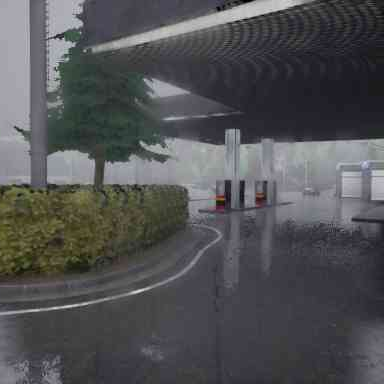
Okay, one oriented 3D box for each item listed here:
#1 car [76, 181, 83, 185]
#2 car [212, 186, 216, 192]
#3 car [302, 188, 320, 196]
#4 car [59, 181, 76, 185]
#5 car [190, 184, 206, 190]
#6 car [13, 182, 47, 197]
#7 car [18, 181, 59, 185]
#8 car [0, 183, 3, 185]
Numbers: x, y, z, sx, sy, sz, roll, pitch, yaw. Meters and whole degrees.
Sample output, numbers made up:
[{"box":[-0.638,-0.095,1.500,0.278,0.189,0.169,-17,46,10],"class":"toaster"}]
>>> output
[{"box":[-23.967,-1.235,68.215,4.605,1.855,1.932,2,2,36],"class":"car"},{"box":[6.322,-0.644,65.236,5.027,1.636,2.152,2,2,36],"class":"car"},{"box":[20.162,-0.030,56.151,1.812,1.442,4.674,2,2,36],"class":"car"},{"box":[-25.349,-1.182,65.626,3.866,1.878,1.905,2,2,36],"class":"car"},{"box":[1.602,-1.446,94.233,4.902,1.511,2.128,2,2,36],"class":"car"},{"box":[-20.717,-0.360,42.519,4.605,1.855,1.932,2,2,36],"class":"car"},{"box":[-16.305,-0.102,35.227,3.866,1.878,1.905,2,2,36],"class":"car"},{"box":[-32.899,-0.830,55.303,5.027,1.636,2.152,2,2,36],"class":"car"}]
